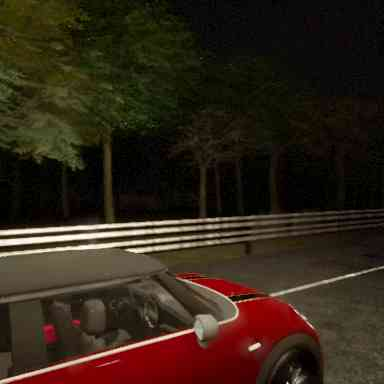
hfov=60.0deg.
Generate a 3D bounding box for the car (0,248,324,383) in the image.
[{"bbox_3d":[-0.808,1.348,3.117,4.553,1.767,2.097,0,0,-35],"label":"car"}]
